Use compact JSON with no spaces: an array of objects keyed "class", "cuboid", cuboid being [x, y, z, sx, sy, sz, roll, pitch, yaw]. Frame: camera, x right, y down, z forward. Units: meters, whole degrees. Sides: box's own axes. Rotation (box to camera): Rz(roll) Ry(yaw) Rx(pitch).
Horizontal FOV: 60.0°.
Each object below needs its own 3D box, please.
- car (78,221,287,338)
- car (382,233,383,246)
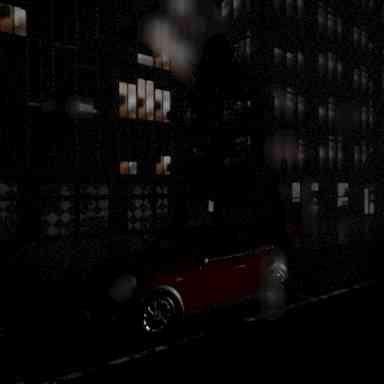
[{"class":"car","cuboid":[-0.064,1.437,6.524,4.097,1.590,1.967,0,0,-35]},{"class":"car","cuboid":[7.024,1.482,8.388,4.902,1.511,2.128,0,0,-35]}]
